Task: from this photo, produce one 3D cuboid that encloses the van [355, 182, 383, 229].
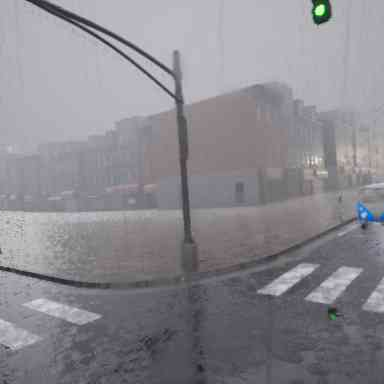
[{"bbox_3d":[8.026,0.504,13.660,1.690,1.788,3.998,-2,3,40],"label":"van"}]
